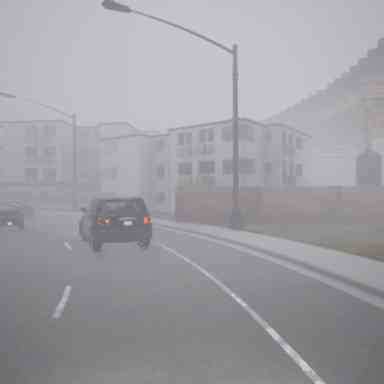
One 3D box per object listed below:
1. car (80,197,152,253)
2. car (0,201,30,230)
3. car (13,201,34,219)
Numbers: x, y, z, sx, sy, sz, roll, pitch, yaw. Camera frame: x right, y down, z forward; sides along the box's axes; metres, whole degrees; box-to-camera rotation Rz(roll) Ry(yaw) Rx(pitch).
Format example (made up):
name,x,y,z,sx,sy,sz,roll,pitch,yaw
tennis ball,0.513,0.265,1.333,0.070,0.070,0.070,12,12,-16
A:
name,x,y,z,sx,sy,sz,roll,pitch,yaw
car,-3.386,1.214,14.163,2.150,2.045,5.566,0,0,-25
car,-11.849,1.536,20.579,1.837,1.490,4.892,1,-1,-41
car,-15.290,1.515,28.083,5.008,1.535,1.882,0,0,37
